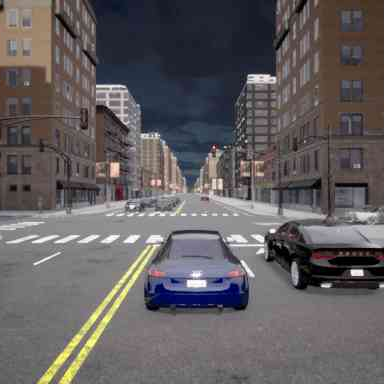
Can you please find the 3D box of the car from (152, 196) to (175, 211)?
[{"bbox_3d":[-3.396,1.504,40.476,1.837,1.490,4.892,0,0,0],"label":"car"}]

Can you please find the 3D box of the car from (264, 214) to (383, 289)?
[{"bbox_3d":[3.327,1.478,9.180,1.882,1.535,5.008,0,0,0],"label":"car"}]

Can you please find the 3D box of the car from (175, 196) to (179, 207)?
[{"bbox_3d":[-3.402,1.501,49.785,1.837,1.490,4.892,0,0,0],"label":"car"}]

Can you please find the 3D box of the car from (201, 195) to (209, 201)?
[{"bbox_3d":[3.152,1.464,80.604,1.882,1.535,5.008,0,0,0],"label":"car"}]

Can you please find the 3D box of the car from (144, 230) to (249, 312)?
[{"bbox_3d":[0.079,1.564,7.800,1.994,1.385,4.181,0,0,0],"label":"car"}]

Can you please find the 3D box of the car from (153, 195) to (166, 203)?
[{"bbox_3d":[-6.592,1.481,68.508,2.128,1.511,4.902,0,0,0],"label":"car"}]

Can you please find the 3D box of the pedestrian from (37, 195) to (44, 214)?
[{"bbox_3d":[-14.180,1.170,31.106,0.375,1.860,0.375,0,0,0],"label":"pedestrian"}]

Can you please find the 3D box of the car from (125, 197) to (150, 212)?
[{"bbox_3d":[-6.644,1.490,39.223,2.128,1.511,4.902,0,0,0],"label":"car"}]

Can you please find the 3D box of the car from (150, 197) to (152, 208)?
[{"bbox_3d":[-6.655,1.502,48.469,1.837,1.490,4.892,0,0,0],"label":"car"}]

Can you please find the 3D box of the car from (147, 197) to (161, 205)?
[{"bbox_3d":[-6.650,1.594,58.393,1.895,1.301,4.718,0,0,0],"label":"car"}]

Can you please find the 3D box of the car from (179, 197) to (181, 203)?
[{"bbox_3d":[-3.396,1.557,59.329,1.994,1.385,4.181,0,0,0],"label":"car"}]

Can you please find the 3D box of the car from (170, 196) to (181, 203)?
[{"bbox_3d":[-3.335,1.500,69.715,2.033,1.411,5.357,0,0,0],"label":"car"}]

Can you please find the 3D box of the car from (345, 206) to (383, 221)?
[{"bbox_3d":[13.312,1.624,22.974,4.718,1.301,1.895,0,0,0],"label":"car"}]
